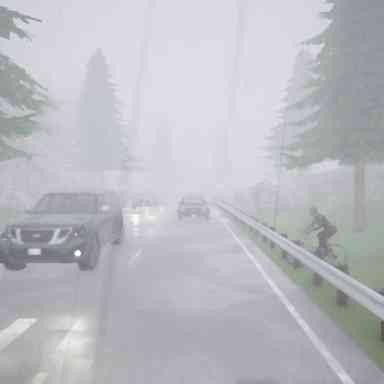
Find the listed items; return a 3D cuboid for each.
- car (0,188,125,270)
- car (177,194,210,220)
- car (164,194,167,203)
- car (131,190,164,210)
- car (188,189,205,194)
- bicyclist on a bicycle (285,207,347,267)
[{"bbox_3d":[-3.574,0.927,10.307,2.150,2.045,5.566,0,2,0],"label":"car"},{"bbox_3d":[0.055,1.004,21.357,1.895,1.301,4.718,0,2,-1],"label":"car"},{"bbox_3d":[-3.853,0.532,35.485,1.812,1.442,4.674,0,1,0],"label":"car"},{"bbox_3d":[-3.634,0.605,26.839,1.994,1.385,4.181,0,2,-1],"label":"car"},{"bbox_3d":[0.571,0.354,42.124,1.812,1.442,4.674,0,1,12],"label":"car"},{"bbox_3d":[3.320,1.226,8.802,1.656,1.620,0.582,3,2,0],"label":"bicyclist on a bicycle"}]
